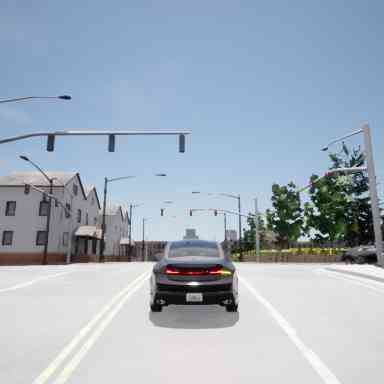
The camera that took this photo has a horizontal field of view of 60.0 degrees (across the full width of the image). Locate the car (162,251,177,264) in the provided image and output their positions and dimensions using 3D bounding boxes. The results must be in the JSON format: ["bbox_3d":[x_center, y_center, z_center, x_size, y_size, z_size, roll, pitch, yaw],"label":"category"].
[{"bbox_3d":[-3.745,11.142,56.956,2.150,2.045,5.566,0,-11,1],"label":"car"}]

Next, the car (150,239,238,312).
[{"bbox_3d":[0.046,1.985,8.587,1.837,1.490,4.892,0,-7,0],"label":"car"}]

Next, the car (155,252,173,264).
[{"bbox_3d":[-3.730,8.984,45.166,2.128,1.511,4.902,0,-12,0],"label":"car"}]

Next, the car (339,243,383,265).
[{"bbox_3d":[13.706,4.841,25.201,4.902,1.511,2.128,0,-12,1],"label":"car"}]
